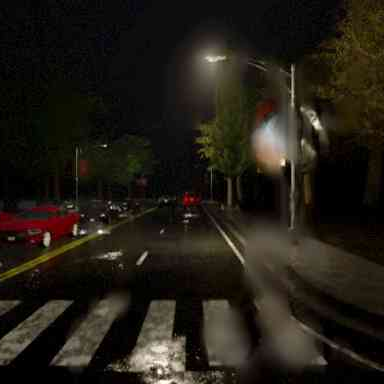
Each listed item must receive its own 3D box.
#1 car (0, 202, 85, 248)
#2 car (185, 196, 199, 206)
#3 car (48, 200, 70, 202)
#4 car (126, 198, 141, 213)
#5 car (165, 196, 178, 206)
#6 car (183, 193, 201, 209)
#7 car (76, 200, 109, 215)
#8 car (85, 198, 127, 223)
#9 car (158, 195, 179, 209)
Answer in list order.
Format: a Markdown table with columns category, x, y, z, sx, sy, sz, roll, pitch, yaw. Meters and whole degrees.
| category | x | y | z | sx | sy | sz | roll | pitch | yaw |
| --- | --- | --- | --- | --- | --- | --- | --- | --- | --- |
| car | -6.505 | 1.394 | 14.467 | 1.882 | 1.535 | 5.008 | 0 | 0 | 0 |
| car | -0.016 | 1.410 | 53.905 | 2.033 | 1.411 | 5.357 | 0 | 0 | 0 |
| car | -9.768 | 1.379 | 23.972 | 2.128 | 1.511 | 4.902 | 0 | 0 | 0 |
| car | -6.510 | 1.375 | 34.638 | 1.837 | 1.490 | 4.892 | 0 | 0 | 0 |
| car | -3.266 | 1.367 | 53.905 | 1.837 | 1.490 | 4.892 | 0 | 0 | 0 |
| car | -0.013 | 1.083 | 43.515 | 2.150 | 2.045 | 5.566 | 0 | 0 | 0 |
| car | -9.760 | 1.473 | 33.009 | 1.895 | 1.301 | 4.718 | 0 | 0 | 0 |
| car | -6.515 | 1.434 | 24.392 | 2.033 | 1.411 | 5.357 | 0 | 0 | 0 |
| car | -3.263 | 1.213 | 43.845 | 2.097 | 1.767 | 4.553 | 0 | 0 | 0 |
